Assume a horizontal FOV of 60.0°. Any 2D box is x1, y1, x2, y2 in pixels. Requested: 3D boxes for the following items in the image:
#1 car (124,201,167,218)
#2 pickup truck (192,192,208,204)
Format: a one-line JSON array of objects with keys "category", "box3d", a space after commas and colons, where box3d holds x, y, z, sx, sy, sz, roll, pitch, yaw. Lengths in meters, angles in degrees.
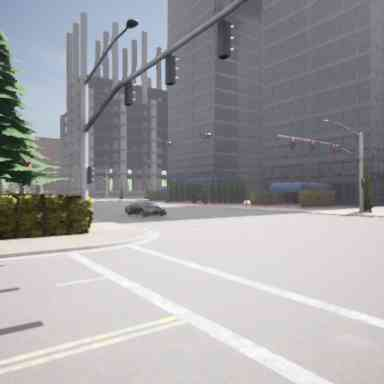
[{"category": "car", "box3d": [-4.324, 1.549, 30.129, 2.033, 1.411, 5.357, 0, 0, -36]}, {"category": "pickup truck", "box3d": [1.376, 1.060, 62.496, 2.390, 2.098, 6.274, 0, 0, -5]}]
